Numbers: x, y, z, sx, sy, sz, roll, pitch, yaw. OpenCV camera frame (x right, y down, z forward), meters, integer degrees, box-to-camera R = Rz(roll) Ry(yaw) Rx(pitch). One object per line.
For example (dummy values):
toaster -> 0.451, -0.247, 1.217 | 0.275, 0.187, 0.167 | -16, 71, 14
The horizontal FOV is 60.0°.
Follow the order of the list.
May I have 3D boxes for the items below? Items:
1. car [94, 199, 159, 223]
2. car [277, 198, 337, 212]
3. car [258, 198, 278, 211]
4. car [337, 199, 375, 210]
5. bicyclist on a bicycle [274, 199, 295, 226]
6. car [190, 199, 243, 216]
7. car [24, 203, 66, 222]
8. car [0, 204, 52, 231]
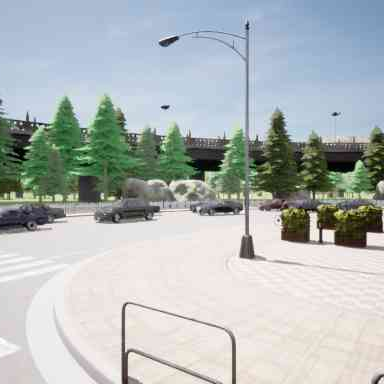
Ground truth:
car -> -5.075, 1.297, 25.061 | 2.097, 1.767, 4.553 | 0, 0, 41
car -> 12.450, 1.492, 36.110 | 5.357, 1.411, 2.033 | 0, 0, -12
car -> 9.958, 1.470, 38.811 | 4.674, 1.442, 1.812 | 0, 0, -15
car -> 19.734, 1.509, 40.189 | 4.181, 1.385, 1.994 | 0, 0, 0
bicyclist on a bicycle -> 5.535, 1.245, 19.605 | 0.582, 1.620, 1.656 | 0, 0, -44
car -> 2.673, 1.436, 31.952 | 4.902, 1.511, 2.128 | 0, 0, -30
car -> -11.410, 1.492, 22.732 | 2.033, 1.411, 5.357 | 0, 0, 37
car -> -10.533, 1.545, 18.200 | 1.895, 1.301, 4.718 | 0, 0, 36
